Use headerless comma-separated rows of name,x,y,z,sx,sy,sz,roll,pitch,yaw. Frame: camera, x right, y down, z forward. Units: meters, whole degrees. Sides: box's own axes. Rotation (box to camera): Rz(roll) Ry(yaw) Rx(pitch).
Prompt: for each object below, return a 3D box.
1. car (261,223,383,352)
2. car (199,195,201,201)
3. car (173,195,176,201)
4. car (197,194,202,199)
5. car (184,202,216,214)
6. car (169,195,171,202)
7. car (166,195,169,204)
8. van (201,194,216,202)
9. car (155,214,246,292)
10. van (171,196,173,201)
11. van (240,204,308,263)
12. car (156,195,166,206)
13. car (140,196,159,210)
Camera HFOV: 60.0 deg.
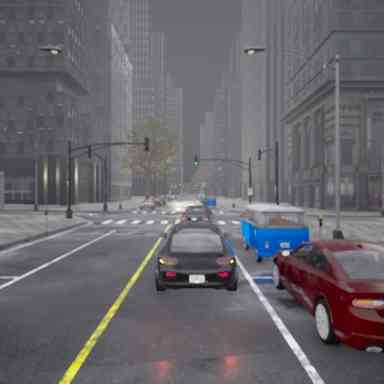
car,2.772,1.551,6.238,1.887,1.381,4.507,0,0,0
car,2.696,1.635,60.573,1.887,1.381,4.507,0,0,0
car,-5.859,1.714,86.653,1.947,1.339,4.313,0,0,0
car,2.684,1.664,71.400,2.008,1.369,4.403,0,0,0
car,0.428,1.572,21.290,2.033,1.411,5.357,0,0,7
car,-5.834,1.651,65.498,2.008,1.369,4.403,0,0,0
car,-5.827,1.404,60.209,2.192,1.841,5.009,0,0,0
van,2.710,1.410,49.748,1.690,1.788,3.998,0,0,0
car,0.097,1.535,8.820,1.812,1.442,4.674,0,0,0
van,-5.846,1.465,76.076,1.690,1.788,3.998,0,0,0
van,2.767,1.354,11.763,1.690,1.788,3.998,0,0,0
car,-5.822,1.624,54.920,1.887,1.381,4.507,0,0,0
car,-5.816,1.585,44.169,1.752,1.417,4.829,0,0,0
